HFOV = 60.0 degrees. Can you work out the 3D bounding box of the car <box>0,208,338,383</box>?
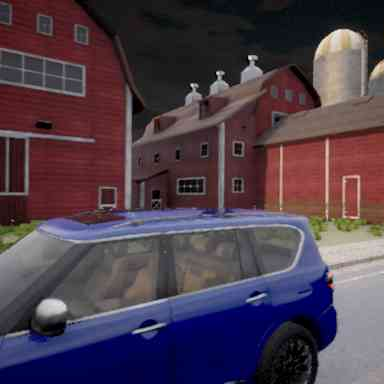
[{"bbox_3d":[-0.818,1.230,3.419,5.566,2.045,2.150,1,0,-34],"label":"car"}]
